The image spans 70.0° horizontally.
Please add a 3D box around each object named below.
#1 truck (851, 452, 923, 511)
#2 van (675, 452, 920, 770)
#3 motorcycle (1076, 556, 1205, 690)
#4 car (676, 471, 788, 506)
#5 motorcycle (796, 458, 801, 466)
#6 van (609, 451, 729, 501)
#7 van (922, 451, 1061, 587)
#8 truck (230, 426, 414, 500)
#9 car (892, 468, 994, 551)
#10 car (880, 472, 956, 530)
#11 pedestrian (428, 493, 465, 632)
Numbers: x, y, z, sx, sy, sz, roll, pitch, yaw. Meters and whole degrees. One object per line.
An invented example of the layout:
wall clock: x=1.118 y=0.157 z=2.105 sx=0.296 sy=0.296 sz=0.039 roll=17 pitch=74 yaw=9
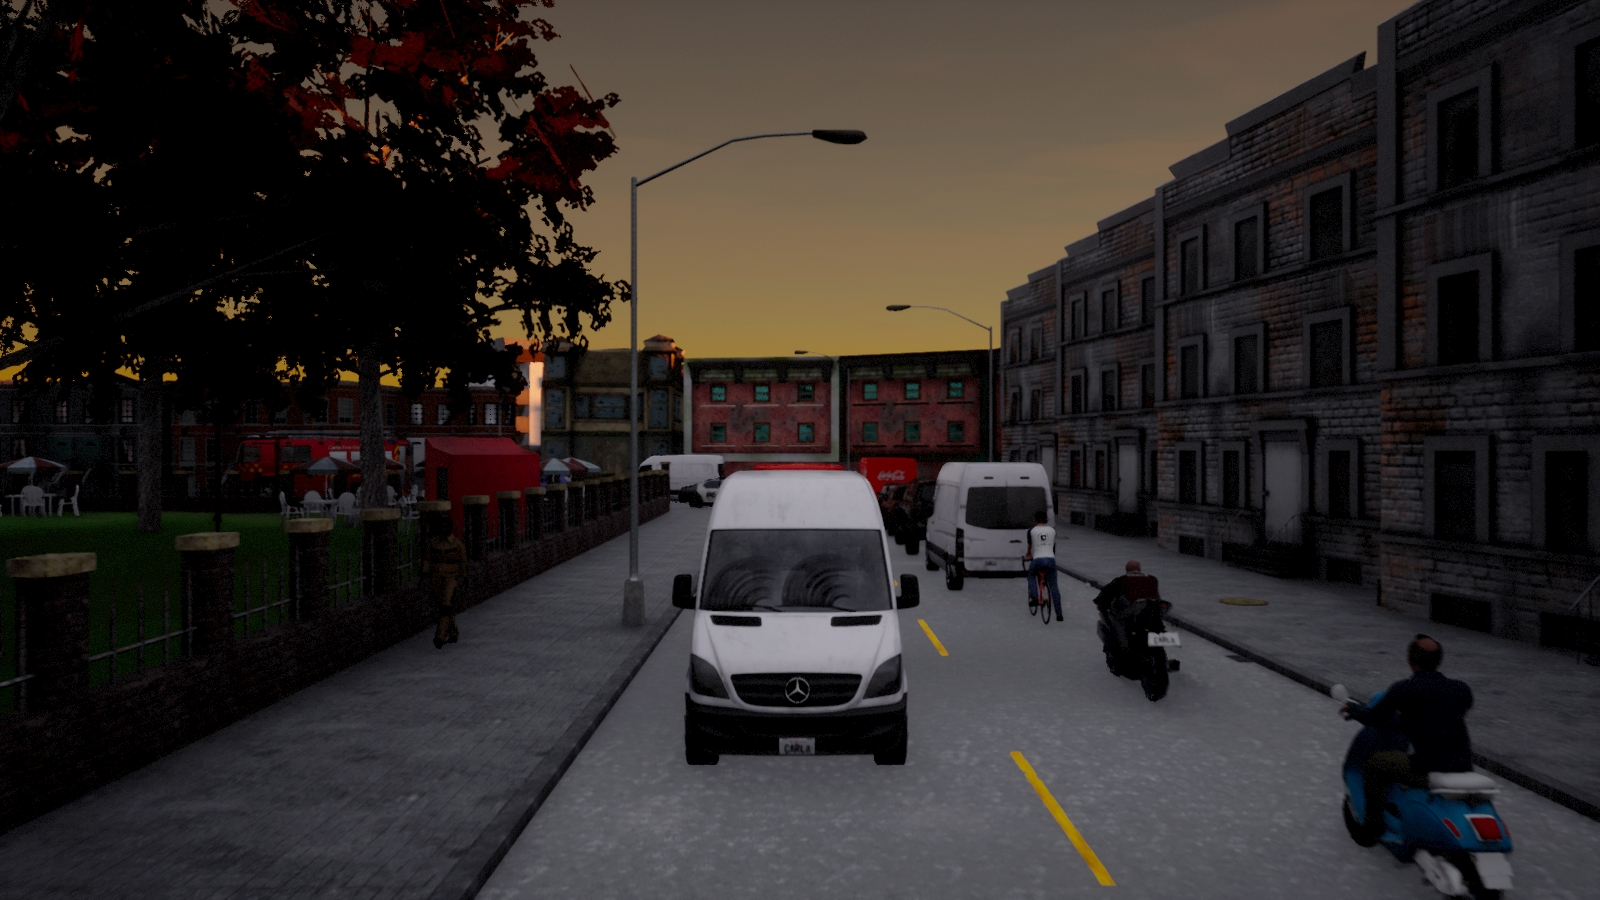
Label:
truck: x=3.800 y=1.348 z=51.044 sx=2.627 sy=2.467 sz=5.204 roll=0 pitch=0 yaw=-2
van: x=-0.031 y=1.314 z=12.236 sx=1.988 sy=2.561 sz=5.915 roll=0 pitch=0 yaw=0
motorcycle: x=3.970 y=1.985 z=13.540 sx=0.867 sy=1.251 sz=2.209 roll=0 pitch=0 yaw=0
car: x=-3.256 y=1.818 z=54.698 sx=4.974 sy=1.542 sz=2.038 roll=0 pitch=1 yaw=23
motorcycle: x=-0.221 y=1.958 z=179.365 sx=0.856 sy=1.236 sz=1.805 roll=0 pitch=0 yaw=0
van: x=-6.859 y=1.314 z=60.008 sx=5.915 sy=2.561 sz=1.988 roll=0 pitch=0 yaw=10
van: x=3.947 y=1.314 z=24.659 sx=1.988 sy=2.561 sz=5.915 roll=0 pitch=0 yaw=0
truck: x=-25.008 y=0.669 z=60.116 sx=8.468 sy=3.827 sz=2.891 roll=0 pitch=0 yaw=-1
car: x=3.884 y=1.559 z=32.082 sx=2.150 sy=2.045 sz=5.566 roll=0 pitch=0 yaw=0
car: x=3.929 y=1.685 z=38.878 sx=2.097 sy=1.767 sz=4.553 roll=0 pitch=0 yaw=0
pedestrian: x=-4.822 y=1.525 z=15.595 sx=0.375 sy=1.860 sz=0.375 roll=0 pitch=0 yaw=0
